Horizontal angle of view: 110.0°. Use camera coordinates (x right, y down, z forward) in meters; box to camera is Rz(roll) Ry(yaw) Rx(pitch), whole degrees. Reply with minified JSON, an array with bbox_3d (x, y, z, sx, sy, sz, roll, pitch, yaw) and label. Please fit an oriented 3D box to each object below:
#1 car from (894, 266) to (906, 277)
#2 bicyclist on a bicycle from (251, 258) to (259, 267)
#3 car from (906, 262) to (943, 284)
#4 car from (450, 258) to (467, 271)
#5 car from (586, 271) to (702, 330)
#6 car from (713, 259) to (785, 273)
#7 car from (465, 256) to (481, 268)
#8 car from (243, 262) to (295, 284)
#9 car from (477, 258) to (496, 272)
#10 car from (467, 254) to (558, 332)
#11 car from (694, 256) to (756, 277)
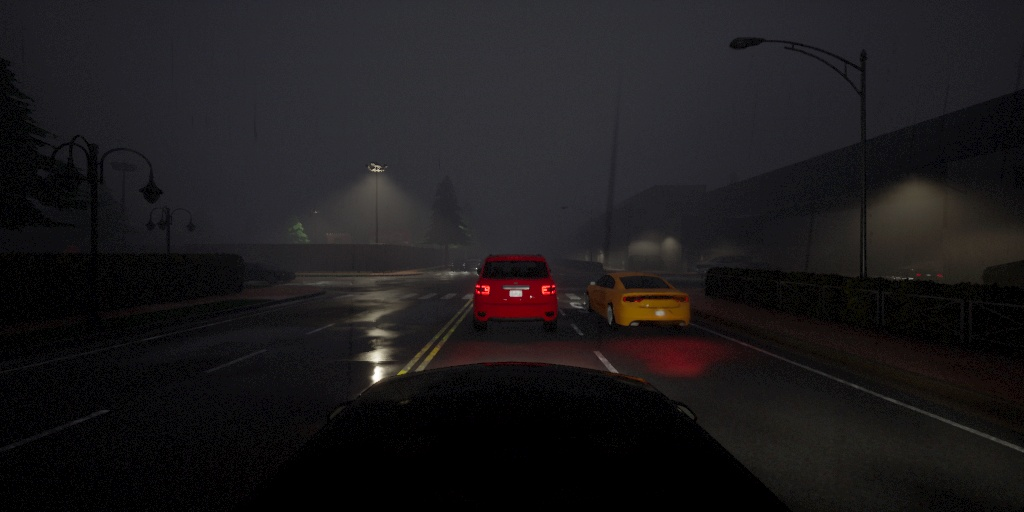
[{"bbox_3d":[39.021,1.274,33.866,4.674,1.442,1.812,0,0,0],"label":"car"},{"bbox_3d":[-25.137,1.035,35.230,0.582,1.620,1.656,0,0,0],"label":"bicyclist on a bicycle"},{"bbox_3d":[29.500,1.296,23.224,5.357,1.411,2.033,0,0,0],"label":"car"},{"bbox_3d":[-6.831,1.101,47.556,2.097,1.767,4.553,0,0,1],"label":"car"},{"bbox_3d":[3.595,1.227,11.127,1.882,1.535,5.008,0,0,0],"label":"car"},{"bbox_3d":[20.301,1.227,30.449,5.008,1.535,1.882,0,0,0],"label":"car"},{"bbox_3d":[-6.645,0.972,62.034,2.150,2.045,5.566,0,0,1],"label":"car"},{"bbox_3d":[-18.605,1.210,26.231,5.008,1.535,1.882,0,0,0],"label":"car"},{"bbox_3d":[-3.333,1.101,47.354,2.097,1.767,4.553,0,0,1],"label":"car"},{"bbox_3d":[0.071,0.971,11.044,2.150,2.045,5.566,0,0,0],"label":"car"},{"bbox_3d":[20.321,0.971,33.949,5.566,2.045,2.150,0,0,0],"label":"car"}]
